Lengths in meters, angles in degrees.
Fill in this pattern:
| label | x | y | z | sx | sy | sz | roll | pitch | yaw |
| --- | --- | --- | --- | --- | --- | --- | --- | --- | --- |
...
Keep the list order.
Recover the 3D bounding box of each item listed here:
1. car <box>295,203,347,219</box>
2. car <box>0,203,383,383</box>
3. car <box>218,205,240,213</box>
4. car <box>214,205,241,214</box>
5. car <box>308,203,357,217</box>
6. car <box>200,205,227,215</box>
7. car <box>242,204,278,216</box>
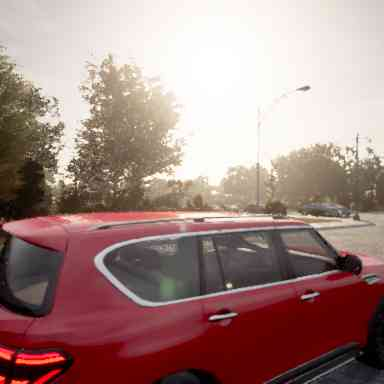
| label | x | y | z | sx | sy | sz | roll | pitch | yaw |
| --- | --- | --- | --- | --- | --- | --- | --- | --- | --- |
| car | 13.870 | 1.983 | 36.041 | 2.128 | 1.511 | 4.902 | 1 | -2 | -32 |
| car | 0.484 | 1.248 | 4.113 | 5.566 | 2.045 | 2.150 | 0 | 0 | -36 |
| car | 7.389 | 3.466 | 66.443 | 1.812 | 1.442 | 4.674 | 1 | -3 | -32 |
| car | 5.840 | 2.915 | 55.404 | 1.837 | 1.490 | 4.892 | 1 | -3 | -32 |
| car | 16.245 | 2.050 | 38.814 | 2.128 | 1.511 | 4.902 | 1 | -2 | -33 |
| car | 3.359 | 2.826 | 52.773 | 1.837 | 1.490 | 4.892 | 1 | -3 | -32 |
| car | 8.886 | 2.307 | 43.964 | 1.837 | 1.490 | 4.892 | 1 | -3 | -32 |
